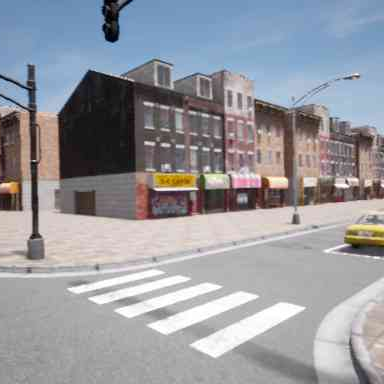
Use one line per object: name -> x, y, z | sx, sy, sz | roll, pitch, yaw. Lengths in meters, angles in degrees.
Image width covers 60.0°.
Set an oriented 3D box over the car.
car -> 7.313, 1.295, 12.483 | 4.829, 1.417, 1.752 | -1, 0, -44
